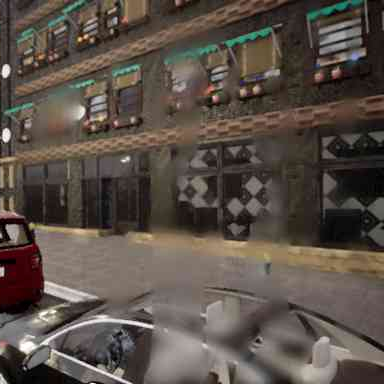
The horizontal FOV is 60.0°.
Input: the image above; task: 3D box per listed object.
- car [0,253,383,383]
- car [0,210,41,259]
[{"bbox_3d":[-0.140,1.526,2.844,4.403,1.369,2.008,1,-1,35],"label":"car"},{"bbox_3d":[-4.752,1.206,6.127,5.009,1.841,2.192,1,-1,35],"label":"car"}]
